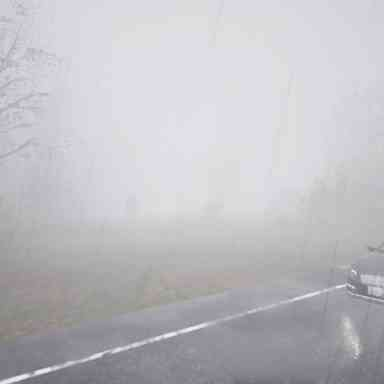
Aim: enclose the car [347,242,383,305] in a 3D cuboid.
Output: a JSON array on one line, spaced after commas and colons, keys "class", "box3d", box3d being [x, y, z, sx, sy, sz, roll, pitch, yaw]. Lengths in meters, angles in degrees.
[{"class": "car", "box3d": [5.611, 1.707, 7.947, 4.902, 1.511, 2.128, 1, -3, -36]}]
